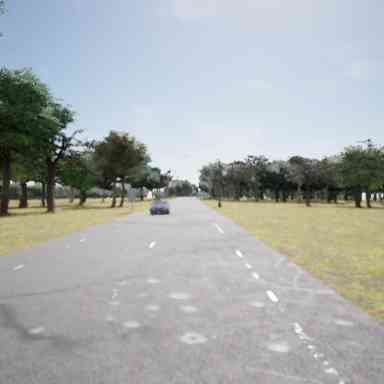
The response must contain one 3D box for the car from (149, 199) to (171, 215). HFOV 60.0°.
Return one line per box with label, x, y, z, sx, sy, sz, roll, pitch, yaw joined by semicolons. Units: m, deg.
car;-3.573;1.646;37.902;2.097;1.767;4.553;0;-1;0
